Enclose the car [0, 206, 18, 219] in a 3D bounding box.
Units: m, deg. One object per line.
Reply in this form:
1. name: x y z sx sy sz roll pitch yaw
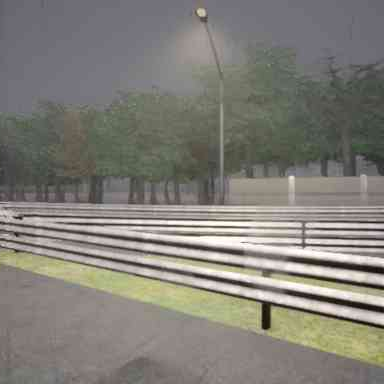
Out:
1. car: -12.527 1.453 19.619 4.674 1.442 1.812 1 0 12
